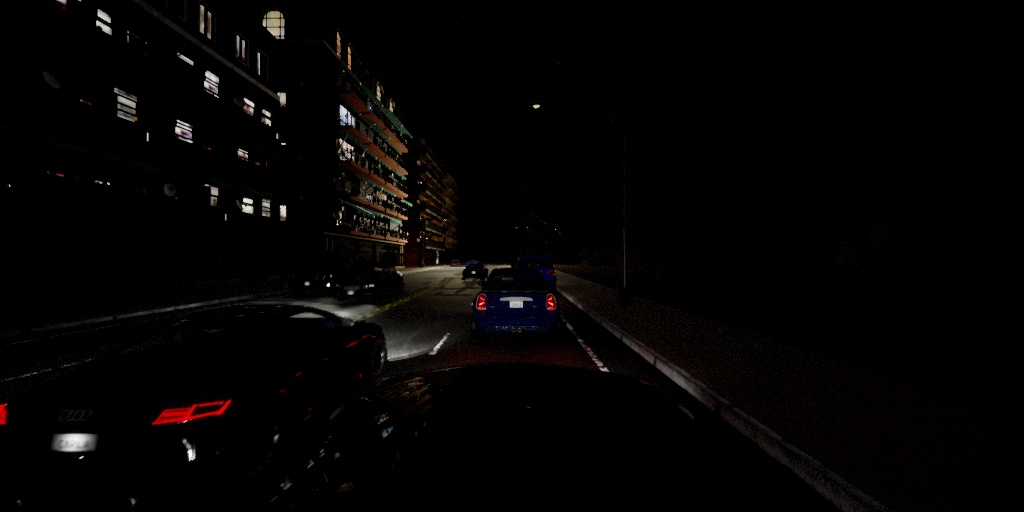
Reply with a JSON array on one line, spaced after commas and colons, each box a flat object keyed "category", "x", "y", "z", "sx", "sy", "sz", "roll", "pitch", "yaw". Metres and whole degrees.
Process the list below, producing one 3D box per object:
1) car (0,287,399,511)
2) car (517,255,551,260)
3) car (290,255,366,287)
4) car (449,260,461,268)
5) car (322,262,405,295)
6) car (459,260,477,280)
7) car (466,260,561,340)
[{"category": "car", "x": -3.154, "y": 1.314, "z": 4.591, "sx": 1.994, "sy": 1.385, "sz": 4.181, "roll": 0, "pitch": 0, "yaw": 0}, {"category": "car", "x": 1.132, "y": 0.977, "z": 19.725, "sx": 2.150, "sy": 2.045, "sz": 5.566, "roll": 0, "pitch": 0, "yaw": 0}, {"category": "car", "x": -9.853, "y": 0.973, "z": 20.005, "sx": 2.150, "sy": 2.045, "sz": 5.566, "roll": 0, "pitch": 0, "yaw": 0}, {"category": "car", "x": -9.820, "y": 1.313, "z": 63.148, "sx": 1.994, "sy": 1.385, "sz": 4.181, "roll": 0, "pitch": 0, "yaw": 0}, {"category": "car", "x": -6.605, "y": 1.243, "z": 17.142, "sx": 2.128, "sy": 1.511, "sz": 4.902, "roll": 0, "pitch": 0, "yaw": 0}, {"category": "car", "x": -3.156, "y": 1.316, "z": 31.514, "sx": 1.994, "sy": 1.385, "sz": 4.181, "roll": 0, "pitch": 0, "yaw": 0}, {"category": "car", "x": 0.095, "y": 1.103, "z": 10.150, "sx": 2.097, "sy": 1.767, "sz": 4.553, "roll": 0, "pitch": 0, "yaw": 0}]
